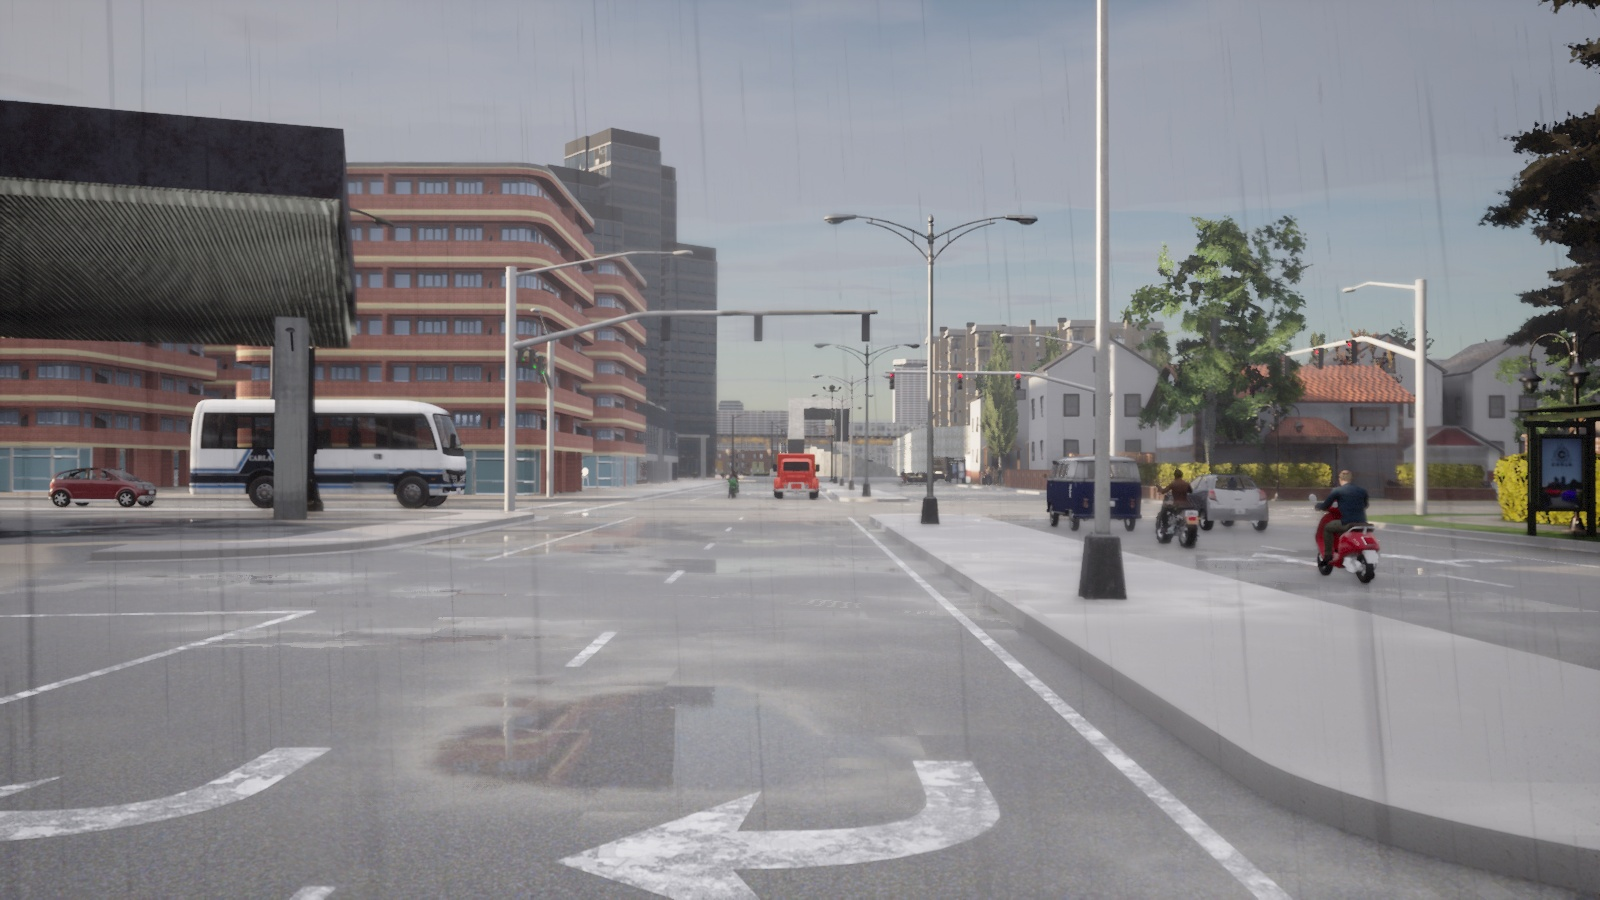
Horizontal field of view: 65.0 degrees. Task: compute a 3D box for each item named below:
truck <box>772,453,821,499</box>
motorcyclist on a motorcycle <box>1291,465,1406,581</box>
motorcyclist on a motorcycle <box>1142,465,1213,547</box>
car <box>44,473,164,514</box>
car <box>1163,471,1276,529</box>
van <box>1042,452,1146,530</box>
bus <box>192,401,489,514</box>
[{"bbox_3d":[-0.191,1.427,69.463,2.627,2.467,5.204,0,-1,0],"label":"truck"},{"bbox_3d":[7.950,1.024,18.289,0.866,1.590,1.817,0,-1,0],"label":"motorcyclist on a motorcycle"},{"bbox_3d":[7.927,1.151,26.476,0.766,1.649,2.350,0,-1,0],"label":"motorcyclist on a motorcycle"},{"bbox_3d":[-27.357,1.684,49.437,3.705,1.549,1.789,0,-1,-1],"label":"car"},{"bbox_3d":[11.406,1.326,34.373,1.845,1.501,3.633,0,-1,0],"label":"car"},{"bbox_3d":[7.906,1.075,34.148,1.775,1.987,4.442,0,-1,0],"label":"van"},{"bbox_3d":[-17.913,0.294,49.640,10.273,4.253,3.944,0,-1,-1],"label":"bus"}]
